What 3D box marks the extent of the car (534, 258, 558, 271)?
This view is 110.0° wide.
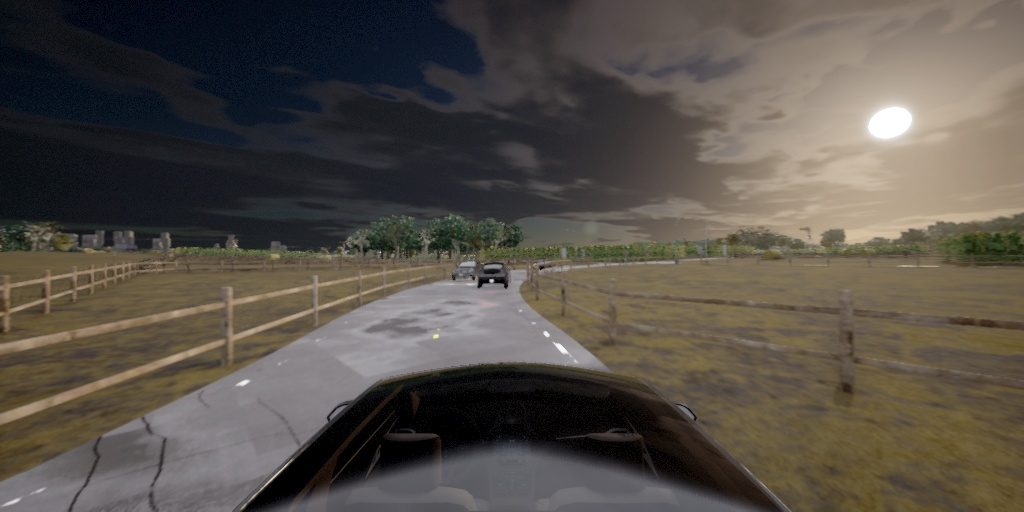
[{"bbox_3d":[3.905,1.011,42.204,1.837,1.490,4.892,-2,0,25],"label":"car"}]

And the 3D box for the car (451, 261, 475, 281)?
[{"bbox_3d":[-3.415,1.104,28.955,1.812,1.442,4.674,-1,0,10],"label":"car"}]

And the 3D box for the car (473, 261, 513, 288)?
[{"bbox_3d":[-1.042,1.155,23.029,1.837,1.490,4.892,-1,1,3],"label":"car"}]
